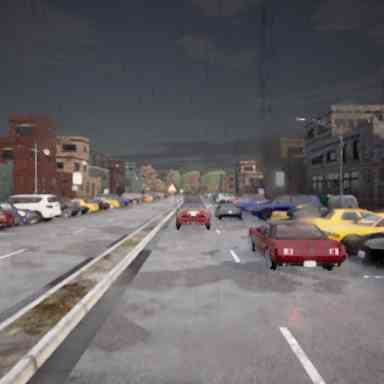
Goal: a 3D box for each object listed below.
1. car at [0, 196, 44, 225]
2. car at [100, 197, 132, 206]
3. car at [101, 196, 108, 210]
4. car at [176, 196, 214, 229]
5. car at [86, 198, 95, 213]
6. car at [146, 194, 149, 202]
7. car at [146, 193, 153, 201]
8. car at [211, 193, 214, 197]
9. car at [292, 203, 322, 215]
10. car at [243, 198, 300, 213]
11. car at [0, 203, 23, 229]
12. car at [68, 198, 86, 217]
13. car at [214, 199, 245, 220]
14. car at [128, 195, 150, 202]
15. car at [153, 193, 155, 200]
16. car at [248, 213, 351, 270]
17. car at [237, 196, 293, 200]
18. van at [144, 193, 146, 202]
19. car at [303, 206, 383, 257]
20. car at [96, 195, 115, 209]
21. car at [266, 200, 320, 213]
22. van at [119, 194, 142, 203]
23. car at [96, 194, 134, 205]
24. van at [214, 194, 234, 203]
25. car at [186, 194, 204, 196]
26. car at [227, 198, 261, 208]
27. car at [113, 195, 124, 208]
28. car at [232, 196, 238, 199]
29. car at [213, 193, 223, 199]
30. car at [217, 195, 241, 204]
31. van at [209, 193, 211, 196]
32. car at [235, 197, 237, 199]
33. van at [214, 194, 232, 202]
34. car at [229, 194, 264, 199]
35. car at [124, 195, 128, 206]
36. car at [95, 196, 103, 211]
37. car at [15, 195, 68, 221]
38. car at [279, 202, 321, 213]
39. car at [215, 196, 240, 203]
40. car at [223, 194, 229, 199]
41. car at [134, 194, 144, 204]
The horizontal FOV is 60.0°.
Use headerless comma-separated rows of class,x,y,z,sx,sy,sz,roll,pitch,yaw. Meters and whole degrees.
car,-12.742,1.359,22.034,4.553,1.767,2.185,0,0,0
car,-12.659,1.594,55.412,4.792,1.488,2.163,0,0,0
car,-12.709,1.550,38.742,4.792,1.488,2.163,0,0,0
car,0.081,1.353,21.775,2.097,1.767,4.553,0,0,0
car,-12.661,1.535,33.185,4.792,1.488,2.163,0,0,0
car,-12.716,1.642,74.869,4.674,1.452,2.002,0,0,0
car,-12.532,1.603,77.649,5.366,1.575,1.946,0,0,0
car,7.541,1.382,73.667,5.566,2.045,2.435,0,0,0
car,7.821,1.469,15.759,5.366,1.575,1.946,0,0,0
car,7.603,1.549,32.299,4.674,1.452,2.002,0,0,0
car,-12.712,1.521,19.164,4.674,1.452,2.002,0,0,0
car,-12.666,1.528,30.407,4.792,1.488,2.163,0,0,0
car,3.069,1.582,28.722,1.994,1.385,4.181,0,0,0
car,-12.716,1.610,80.428,5.008,1.535,2.097,0,0,0
car,-12.725,1.619,85.988,5.008,1.535,2.097,0,0,0
car,3.098,1.592,10.935,1.895,1.301,4.718,0,0,0
car,7.589,1.520,35.057,5.008,1.535,2.097,0,0,0
van,-12.827,1.372,72.089,4.442,1.987,1.878,0,0,0
car,7.452,1.468,12.995,5.366,1.575,1.946,0,0,0
car,-12.681,1.528,41.398,5.008,1.535,2.097,0,0,0
car,7.810,1.477,21.274,5.366,1.575,1.946,0,0,0
van,-12.824,1.367,69.310,4.442,1.987,1.878,0,0,0
car,-12.656,1.307,52.633,5.566,2.045,2.435,0,0,0
van,7.390,1.410,76.425,4.442,1.987,1.878,0,0,0
car,0.044,1.288,40.727,2.150,2.045,5.566,0,0,0
car,7.568,1.616,48.846,4.674,1.452,2.002,0,0,0
car,-12.682,1.544,47.073,5.008,1.535,2.097,0,0,0
car,7.580,1.584,40.702,4.674,1.452,2.002,0,0,0
car,7.558,1.371,65.392,5.566,2.045,2.435,0,0,0
car,7.555,1.500,68.027,4.553,1.767,2.185,0,0,0
van,7.594,1.426,90.214,4.442,1.987,1.878,0,0,0
car,7.587,1.571,37.814,4.674,1.452,2.002,0,0,0
van,7.611,1.415,81.941,4.442,1.987,1.878,0,0,0
car,7.546,1.429,43.330,4.553,1.767,2.185,0,0,0
car,-12.674,1.552,49.853,4.892,1.521,2.231,0,0,0
car,-12.871,1.510,35.965,5.366,1.575,1.946,0,0,0
car,-12.733,1.236,24.847,5.566,2.045,2.435,0,0,0
car,7.659,1.505,18.515,4.792,1.488,2.163,0,0,0
car,7.513,1.629,70.784,5.008,1.535,2.097,0,0,0
car,7.543,1.314,46.088,5.566,2.045,2.435,0,0,0
car,-12.697,1.589,66.530,4.892,1.521,2.231,0,0,0
